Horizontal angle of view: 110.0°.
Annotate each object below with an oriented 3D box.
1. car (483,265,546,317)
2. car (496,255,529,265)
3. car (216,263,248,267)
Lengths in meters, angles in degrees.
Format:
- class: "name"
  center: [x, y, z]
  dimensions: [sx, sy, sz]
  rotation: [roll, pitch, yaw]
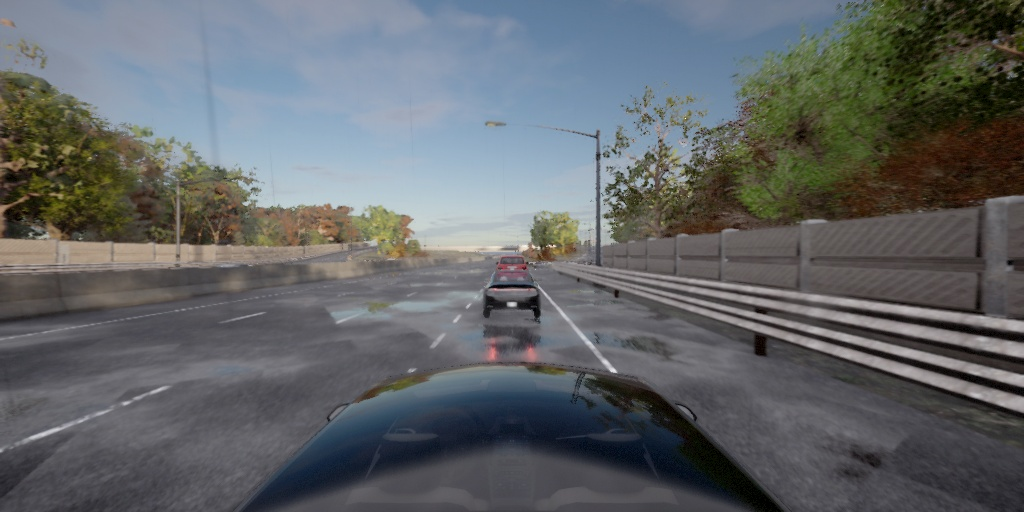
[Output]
- class: "car"
  center: [0.006, 1.245, 13.168]
  dimensions: [2.128, 1.511, 4.902]
  rotation: [0, 0, 0]
- class: "car"
  center: [0.012, 0.983, 25.883]
  dimensions: [2.150, 2.045, 5.566]
  rotation: [0, 0, 0]
- class: "car"
  center: [-21.060, 1.288, 26.712]
  dimensions: [1.812, 1.442, 4.674]
  rotation: [0, 0, 0]
